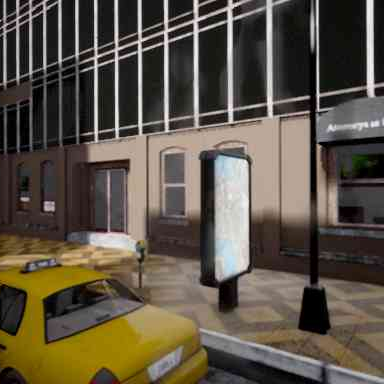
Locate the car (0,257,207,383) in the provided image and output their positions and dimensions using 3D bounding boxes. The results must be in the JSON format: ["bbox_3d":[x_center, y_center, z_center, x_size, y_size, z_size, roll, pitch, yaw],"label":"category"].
[{"bbox_3d":[-2.123,1.549,4.378,4.829,1.417,1.752,0,0,35],"label":"car"}]
